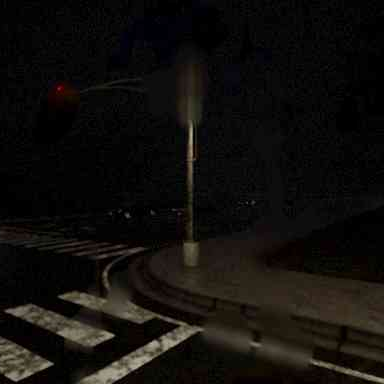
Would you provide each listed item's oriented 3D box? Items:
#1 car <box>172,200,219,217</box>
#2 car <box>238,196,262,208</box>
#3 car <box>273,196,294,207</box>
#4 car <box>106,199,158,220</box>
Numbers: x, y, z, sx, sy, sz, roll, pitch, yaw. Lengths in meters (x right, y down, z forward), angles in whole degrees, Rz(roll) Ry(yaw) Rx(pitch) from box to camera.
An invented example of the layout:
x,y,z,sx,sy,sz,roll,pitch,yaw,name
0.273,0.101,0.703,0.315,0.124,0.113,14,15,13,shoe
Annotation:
x,y,z,sx,sy,sz,roll,pitch,yaw,name
0.442,1.462,30.294,2.033,1.411,5.357,0,0,35,car
8.235,1.382,47.074,1.837,1.490,4.892,0,-1,35,car
13.530,1.378,48.913,1.812,1.442,4.674,0,0,35,car
-4.963,1.420,28.223,1.882,1.535,5.008,0,0,35,car
